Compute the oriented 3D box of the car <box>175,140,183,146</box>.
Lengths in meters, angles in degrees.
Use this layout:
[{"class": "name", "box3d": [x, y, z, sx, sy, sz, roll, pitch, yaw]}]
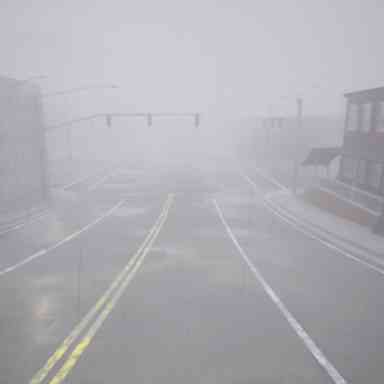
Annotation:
[{"class": "car", "box3d": [-3.500, -13.386, 90.061, 2.033, 1.411, 5.357, 0, 12, 0]}]
